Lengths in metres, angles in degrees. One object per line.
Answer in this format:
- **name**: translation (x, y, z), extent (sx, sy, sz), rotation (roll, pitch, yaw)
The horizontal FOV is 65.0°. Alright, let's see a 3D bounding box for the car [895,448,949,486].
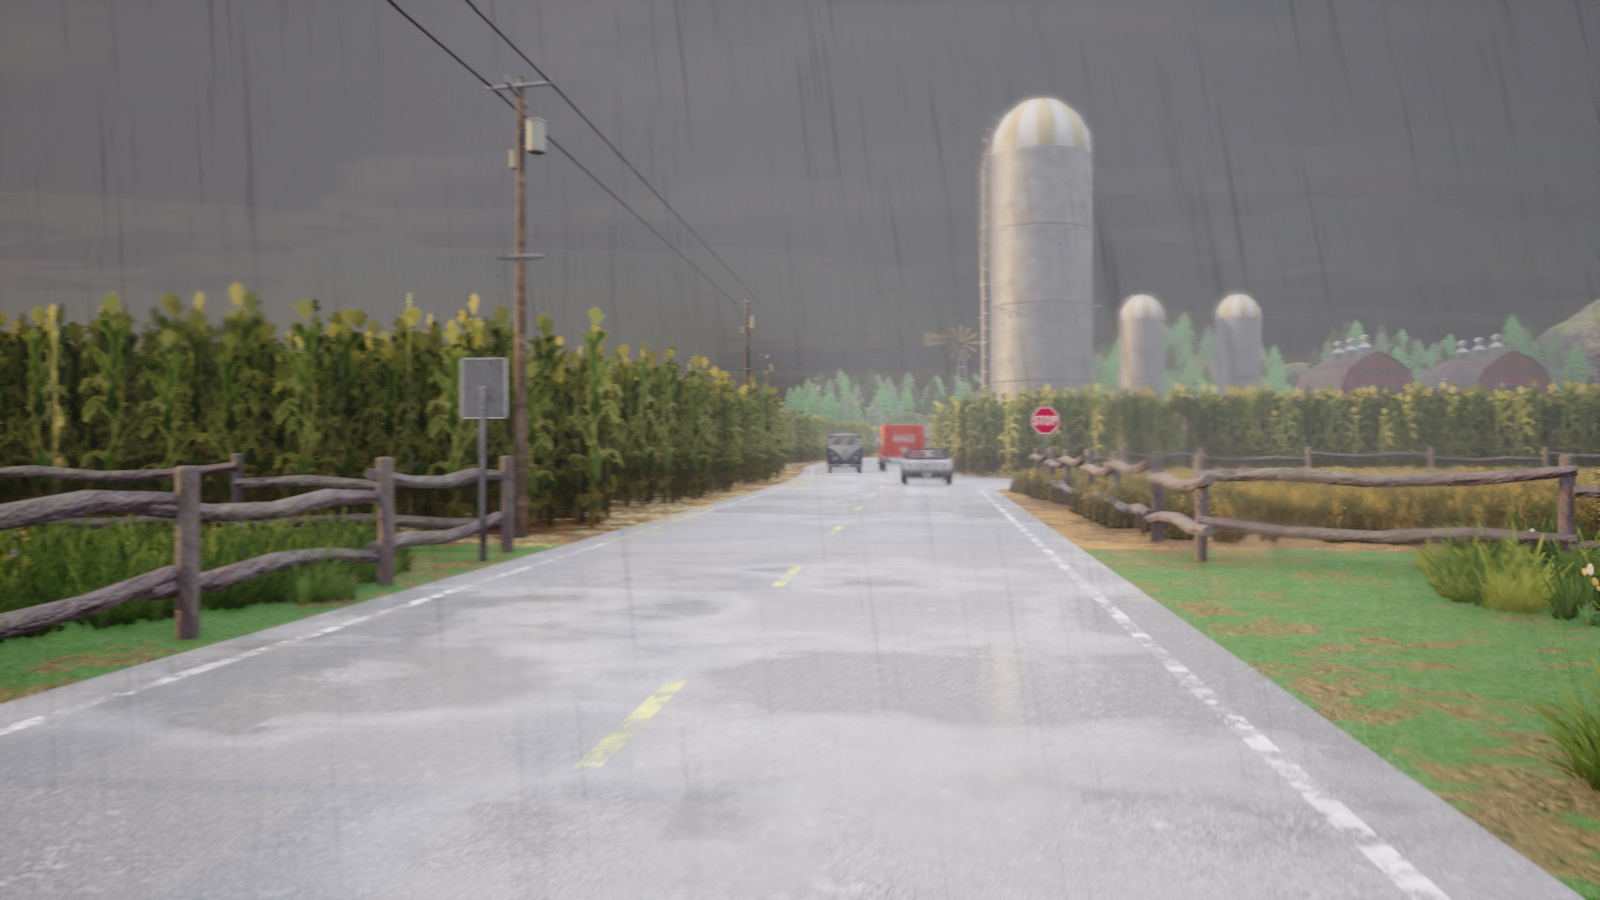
- **car**: translation (4.467, 0.590, 46.535), extent (1.895, 1.301, 4.718), rotation (0, 0, 4)

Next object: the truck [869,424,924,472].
- **truck**: translation (5.214, -0.121, 68.531), extent (2.627, 2.467, 5.204), rotation (0, 0, 0)

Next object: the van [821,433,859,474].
- **van**: translation (1.958, 0.147, 62.404), extent (1.775, 1.987, 4.442), rotation (0, 0, 1)
